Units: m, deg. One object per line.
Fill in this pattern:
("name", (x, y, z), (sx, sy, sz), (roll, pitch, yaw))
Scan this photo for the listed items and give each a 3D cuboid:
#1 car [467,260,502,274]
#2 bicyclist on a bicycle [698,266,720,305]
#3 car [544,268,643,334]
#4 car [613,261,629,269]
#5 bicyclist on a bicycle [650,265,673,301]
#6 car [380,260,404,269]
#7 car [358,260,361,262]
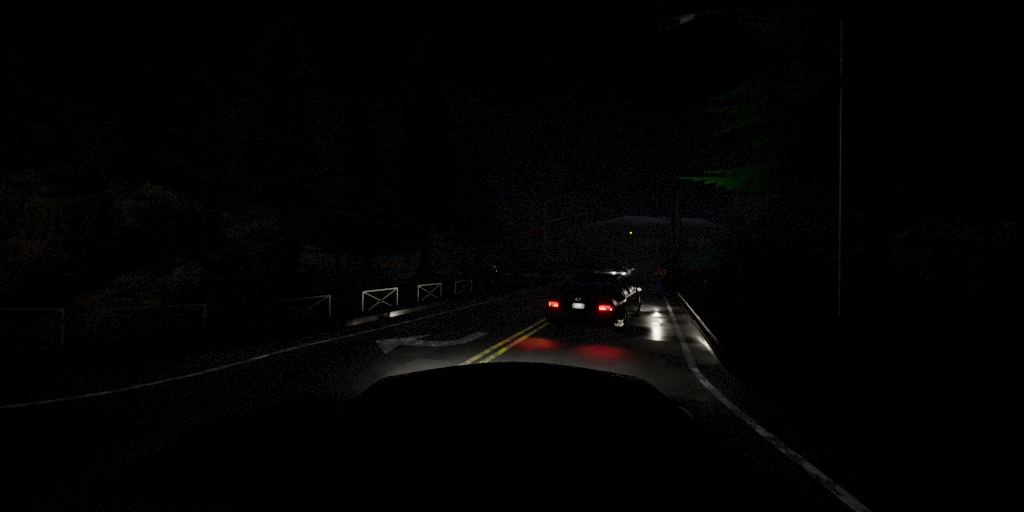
("car", (-3.500, 1.364, 44.871), (4.553, 1.767, 2.097), (1, 0, 21))
("bicyclist on a bicycle", (8.303, 1.246, 15.087), (1.656, 1.620, 0.582), (1, 0, -33))
("car", (2.594, 1.219, 10.427), (2.033, 1.411, 5.357), (1, 0, 26))
("car", (17.384, 1.854, 57.878), (1.895, 1.301, 4.718), (1, 0, 22))
("bicyclist on a bicycle", (6.898, 1.233, 16.511), (1.656, 1.620, 0.582), (1, 0, -30))
("car", (-16.570, 1.341, 50.050), (5.008, 1.535, 1.882), (1, 0, 22))
("car", (-25.316, 1.363, 58.161), (4.181, 1.385, 1.994), (1, 0, 27))
